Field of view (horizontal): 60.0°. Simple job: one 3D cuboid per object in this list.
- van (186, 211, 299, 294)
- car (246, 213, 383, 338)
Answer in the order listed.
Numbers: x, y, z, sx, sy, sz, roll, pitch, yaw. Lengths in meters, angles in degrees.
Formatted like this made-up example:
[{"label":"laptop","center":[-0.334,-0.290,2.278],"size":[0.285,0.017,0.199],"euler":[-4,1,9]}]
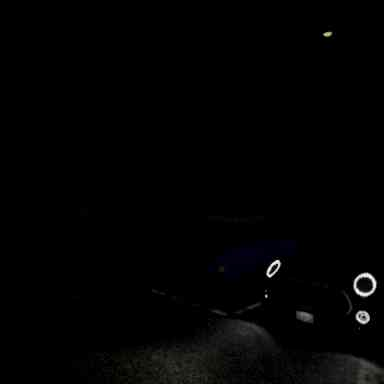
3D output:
[{"label":"van","center":[1.654,1.429,8.796],"size":[3.998,1.788,1.690],"euler":[0,-1,-44]},{"label":"car","center":[3.401,1.409,6.888],"size":[4.553,1.767,2.097],"euler":[0,-1,-44]}]
